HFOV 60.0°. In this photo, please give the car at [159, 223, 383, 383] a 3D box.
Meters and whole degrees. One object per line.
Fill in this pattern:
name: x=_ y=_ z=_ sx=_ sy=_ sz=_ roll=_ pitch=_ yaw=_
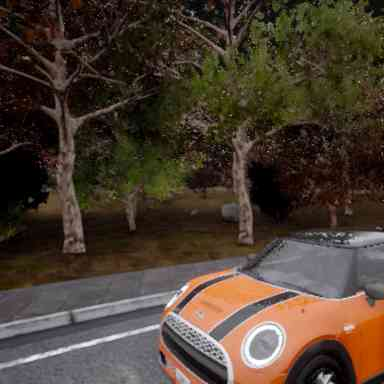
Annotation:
car: x=1.834 y=1.356 z=4.618 sx=4.553 sy=1.767 sz=2.097 roll=0 pitch=0 yaw=-31
